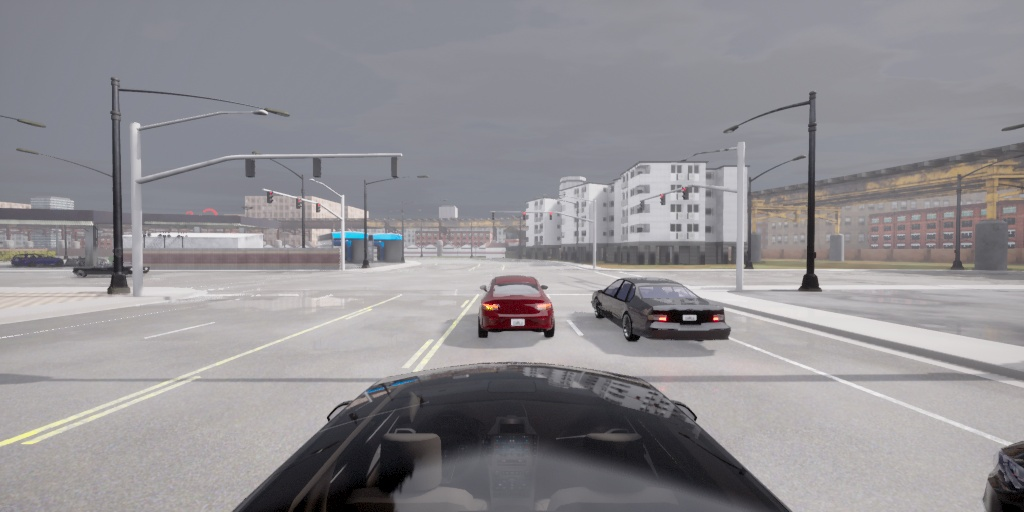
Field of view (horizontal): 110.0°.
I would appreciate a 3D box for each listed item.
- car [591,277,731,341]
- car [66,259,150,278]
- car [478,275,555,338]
[{"bbox_3d":[3.578,1.283,9.743,2.033,1.411,5.357,0,0,0],"label":"car"},{"bbox_3d":[-33.745,1.136,30.202,4.718,1.301,1.895,0,1,-1],"label":"car"},{"bbox_3d":[0.067,1.256,10.026,1.812,1.442,4.674,0,0,-1],"label":"car"}]
